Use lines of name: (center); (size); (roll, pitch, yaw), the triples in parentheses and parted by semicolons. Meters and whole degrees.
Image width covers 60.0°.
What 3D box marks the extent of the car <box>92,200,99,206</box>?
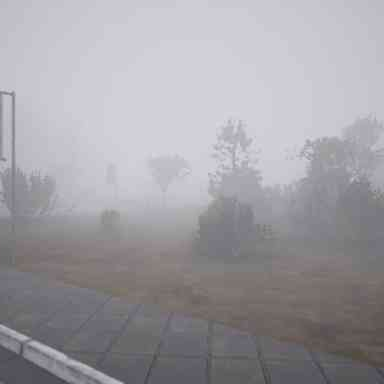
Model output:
car: (-13.227, 1.516, 51.800); (1.895, 1.301, 4.718); (0, 1, 39)

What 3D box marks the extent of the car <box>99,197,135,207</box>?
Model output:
car: (-10.559, 1.464, 49.534); (2.033, 1.411, 5.357); (0, 1, 39)

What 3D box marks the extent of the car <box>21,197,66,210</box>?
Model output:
car: (-19.552, 1.475, 43.952); (2.128, 1.511, 4.902); (0, 0, 39)

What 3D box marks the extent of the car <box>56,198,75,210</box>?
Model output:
car: (-17.021, 1.477, 41.513); (2.128, 1.511, 4.902); (0, 0, 39)
